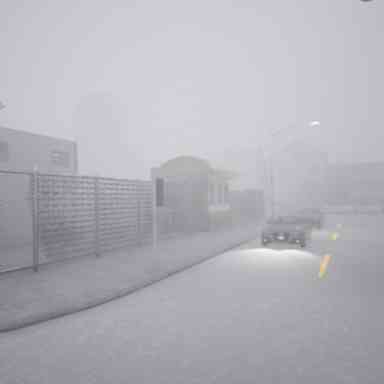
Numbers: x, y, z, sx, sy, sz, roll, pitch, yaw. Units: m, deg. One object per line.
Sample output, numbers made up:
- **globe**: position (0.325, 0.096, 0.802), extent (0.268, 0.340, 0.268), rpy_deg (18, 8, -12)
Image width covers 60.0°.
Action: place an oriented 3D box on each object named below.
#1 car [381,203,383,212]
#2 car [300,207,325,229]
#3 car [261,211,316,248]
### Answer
- **car**: position (24.275, 1.676, 37.068), extent (5.566, 2.045, 2.150), rpy_deg (-1, -2, 9)
- **car**: position (9.144, 1.938, 25.700), extent (1.882, 1.535, 5.008), rpy_deg (-2, -2, 26)
- **car**: position (4.831, 1.887, 16.689), extent (1.994, 1.385, 4.181), rpy_deg (-2, -2, 25)
